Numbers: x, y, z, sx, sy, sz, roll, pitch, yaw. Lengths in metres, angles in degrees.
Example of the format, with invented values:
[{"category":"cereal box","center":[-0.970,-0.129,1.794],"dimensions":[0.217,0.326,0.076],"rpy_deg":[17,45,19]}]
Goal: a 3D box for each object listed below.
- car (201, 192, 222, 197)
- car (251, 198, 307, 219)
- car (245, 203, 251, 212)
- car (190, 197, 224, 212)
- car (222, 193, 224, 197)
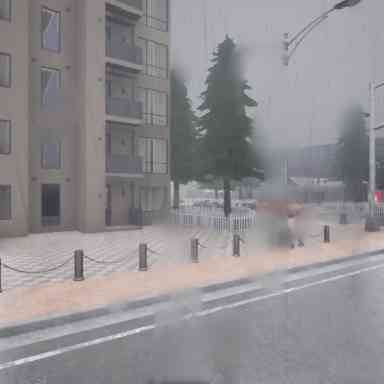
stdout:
[{"category":"car","center":[5.363,1.112,92.687],"dimensions":[1.932,1.855,4.605],"rpy_deg":[0,0,-37]},{"category":"car","center":[7.878,1.367,29.619],"dimensions":[2.097,1.767,4.553],"rpy_deg":[0,0,-37]},{"category":"car","center":[7.881,1.493,35.735],"dimensions":[1.882,1.535,5.008],"rpy_deg":[0,0,-37]},{"category":"car","center":[1.830,1.579,37.605],"dimensions":[1.994,1.385,4.181],"rpy_deg":[0,0,-37]},{"category":"car","center":[7.449,1.092,94.752],"dimensions":[1.905,1.878,3.866],"rpy_deg":[0,0,-37]}]
